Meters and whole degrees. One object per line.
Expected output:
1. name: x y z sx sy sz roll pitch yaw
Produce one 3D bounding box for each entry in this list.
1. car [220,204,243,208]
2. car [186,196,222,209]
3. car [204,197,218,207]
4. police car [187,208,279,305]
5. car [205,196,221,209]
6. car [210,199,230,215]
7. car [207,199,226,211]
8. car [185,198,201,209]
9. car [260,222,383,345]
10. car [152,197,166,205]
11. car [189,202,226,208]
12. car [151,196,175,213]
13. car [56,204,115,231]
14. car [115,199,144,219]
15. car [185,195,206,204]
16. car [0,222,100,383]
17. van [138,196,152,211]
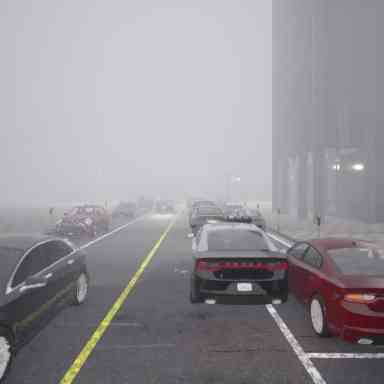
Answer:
1. car: 2.813 1.546 17.730 2.008 1.369 4.403 0 0 0
2. car: 0.821 1.344 24.161 2.097 1.767 4.553 0 0 0
3. car: 2.918 1.519 51.575 2.008 1.369 4.403 0 0 0
4. police car: 0.911 1.426 8.300 1.930 1.638 5.238 0 0 0
5. car: 2.900 1.414 45.934 1.967 1.590 4.097 0 0 0
6. car: 2.866 1.510 34.822 1.752 1.417 4.829 0 0 0
7. car: 2.883 1.530 40.293 2.008 1.369 4.403 0 0 0
8. car: 0.169 1.521 45.849 2.033 1.411 5.357 0 0 1
9. car: 2.778 1.544 6.449 1.887 1.381 4.507 0 0 0
10. car: -5.590 1.512 57.241 2.008 1.369 4.403 0 0 0
11. car: 0.891 1.501 18.190 1.837 1.490 4.892 0 0 0
12. car: -2.889 1.474 36.437 2.128 1.511 4.902 0 0 0
13. car: -5.713 1.435 17.754 1.967 1.590 4.097 0 0 0
14. car: -5.677 1.555 29.037 1.947 1.339 4.313 0 0 0
15. car: 0.762 1.442 64.739 1.882 1.535 5.008 0 0 32
16. car: -3.085 1.504 5.195 1.837 1.490 4.892 0 0 0
17. van: -5.643 1.321 40.318 1.690 1.788 3.998 0 0 0
